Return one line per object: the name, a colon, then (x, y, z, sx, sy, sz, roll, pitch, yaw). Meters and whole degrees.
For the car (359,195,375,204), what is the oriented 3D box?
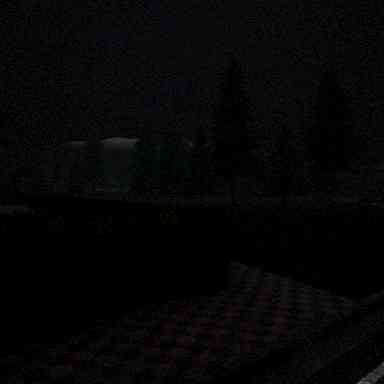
car: (35.885, 1.462, 68.424, 2.097, 1.767, 4.553, 0, 0, 14)
